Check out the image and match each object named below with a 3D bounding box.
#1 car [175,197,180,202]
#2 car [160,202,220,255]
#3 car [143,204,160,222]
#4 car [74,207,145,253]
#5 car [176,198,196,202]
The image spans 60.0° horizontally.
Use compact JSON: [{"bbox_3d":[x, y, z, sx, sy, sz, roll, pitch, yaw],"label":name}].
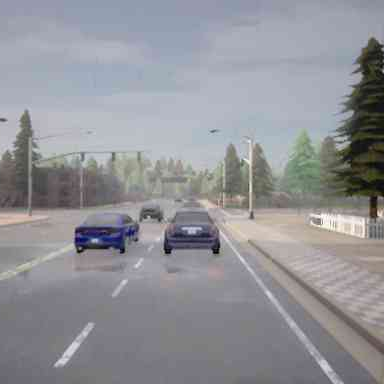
[{"bbox_3d":[-3.510,2.172,86.249,1.837,1.490,4.892,0,-1,0],"label":"car"},{"bbox_3d":[0.001,1.485,14.084,2.097,1.767,4.553,0,-1,0],"label":"car"},{"bbox_3d":[-3.518,1.788,29.314,1.837,1.490,4.892,0,0,-1],"label":"car"},{"bbox_3d":[-3.497,1.617,14.469,1.882,1.535,5.008,0,0,0],"label":"car"},{"bbox_3d":[0.024,1.628,29.069,2.097,1.767,4.553,0,-1,1],"label":"car"}]
